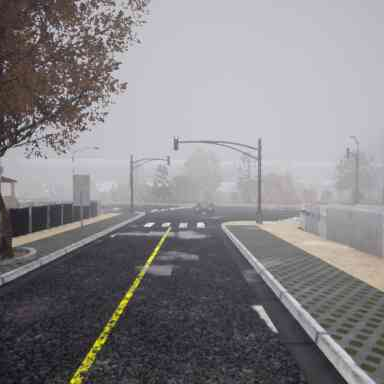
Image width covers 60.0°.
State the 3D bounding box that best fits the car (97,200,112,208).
[{"bbox_3d":[-13.707,1.746,48.179,4.718,1.301,1.895,0,2,36],"label":"car"}]

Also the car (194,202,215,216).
[{"bbox_3d":[1.371,1.673,33.649,1.895,1.301,4.718,0,0,6],"label":"car"}]

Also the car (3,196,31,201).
[{"bbox_3d":[-29.920,1.928,55.996,5.357,1.411,2.033,-1,2,36],"label":"car"}]

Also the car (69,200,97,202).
[{"bbox_3d":[-15.675,1.856,45.593,4.718,1.301,1.895,0,2,36],"label":"car"}]

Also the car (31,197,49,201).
[{"bbox_3d":[-27.779,1.746,58.463,5.008,1.535,1.882,-1,2,37],"label":"car"}]

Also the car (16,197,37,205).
[{"bbox_3d":[-32.988,1.777,66.323,4.181,1.385,1.994,-1,2,36],"label":"car"}]

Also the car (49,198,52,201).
[{"bbox_3d":[-30.859,1.658,68.791,4.181,1.385,1.994,-1,2,36],"label":"car"}]

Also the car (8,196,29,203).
[{"bbox_3d":[-38.963,1.610,74.675,4.902,1.511,2.128,-1,2,36],"label":"car"}]

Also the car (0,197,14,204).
[{"bbox_3d":[-40.871,1.734,72.047,5.357,1.411,2.033,-1,2,36],"label":"car"}]
